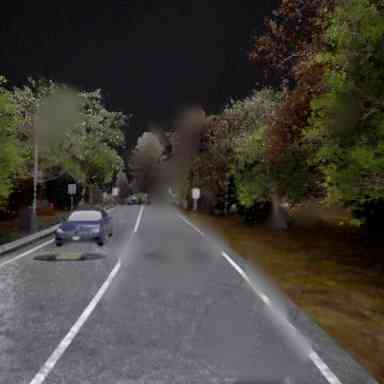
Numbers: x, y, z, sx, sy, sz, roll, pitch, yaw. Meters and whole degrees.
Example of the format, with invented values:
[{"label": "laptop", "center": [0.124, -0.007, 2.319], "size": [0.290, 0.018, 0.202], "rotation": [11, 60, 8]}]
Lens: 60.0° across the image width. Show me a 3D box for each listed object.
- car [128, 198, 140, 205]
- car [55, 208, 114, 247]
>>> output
[{"label": "car", "center": [-10.630, 1.714, 61.039], "size": [1.994, 1.385, 4.181], "rotation": [0, -3, -8]}, {"label": "car", "center": [-4.599, 1.450, 14.786], "size": [1.812, 1.442, 4.674], "rotation": [0, 0, -6]}]
